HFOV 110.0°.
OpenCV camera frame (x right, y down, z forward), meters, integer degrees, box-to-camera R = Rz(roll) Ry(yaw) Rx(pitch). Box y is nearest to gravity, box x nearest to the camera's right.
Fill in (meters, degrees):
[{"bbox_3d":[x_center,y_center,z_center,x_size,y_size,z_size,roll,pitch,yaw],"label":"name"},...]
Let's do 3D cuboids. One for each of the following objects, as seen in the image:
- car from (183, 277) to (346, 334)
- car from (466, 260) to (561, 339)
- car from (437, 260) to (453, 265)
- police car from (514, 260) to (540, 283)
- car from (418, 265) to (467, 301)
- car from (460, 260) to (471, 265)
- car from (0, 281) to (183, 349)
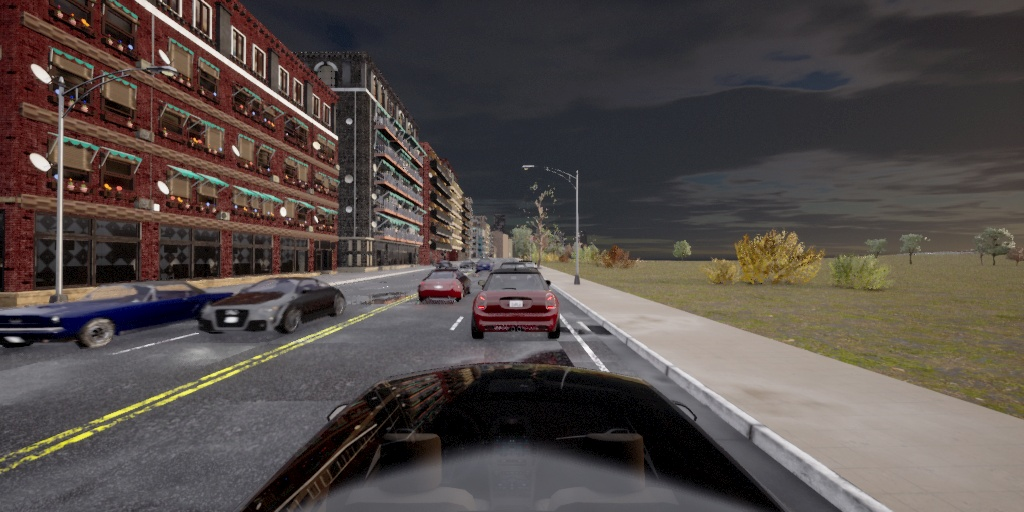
[{"bbox_3d":[-6.611,1.316,10.441,1.994,1.385,4.181,0,0,0],"label":"car"},{"bbox_3d":[0.083,1.104,10.244,2.097,1.767,4.553,0,0,0],"label":"car"},{"bbox_3d":[-9.905,1.319,52.571,1.994,1.385,4.181,0,0,0],"label":"car"},{"bbox_3d":[1.104,1.180,29.512,1.930,1.638,5.238,0,0,0],"label":"police car"},{"bbox_3d":[-3.170,1.317,17.469,1.994,1.385,4.181,0,0,0],"label":"car"},{"bbox_3d":[-6.656,1.319,53.395,1.994,1.385,4.181,0,0,0],"label":"car"},{"bbox_3d":[-9.859,1.352,9.314,1.895,1.301,4.718,0,0,0],"label":"car"}]
